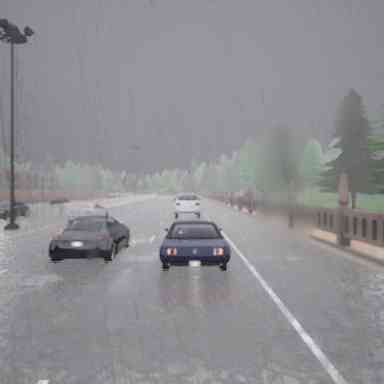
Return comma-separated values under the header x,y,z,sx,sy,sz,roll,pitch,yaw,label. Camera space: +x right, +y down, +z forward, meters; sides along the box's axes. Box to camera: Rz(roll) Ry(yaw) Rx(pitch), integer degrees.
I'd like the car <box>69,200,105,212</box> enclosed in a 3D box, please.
x,y,z,sx,sy,sz,roll,pitch,yaw,label
-7.272,1.455,23.454,1.812,1.442,4.674,0,0,-2,car

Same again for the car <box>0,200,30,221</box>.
x,y,z,sx,sy,sz,roll,pitch,yaw,label
-14.523,1.428,26.094,1.837,1.490,4.892,0,0,-2,car

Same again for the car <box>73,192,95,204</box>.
x,y,z,sx,sy,sz,roll,pitch,yaw,label
-18.739,1.046,58.166,2.150,2.045,5.566,0,0,-1,car

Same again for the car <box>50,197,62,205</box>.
x,y,z,sx,sy,sz,roll,pitch,yaw,label
-22.198,1.433,55.935,1.895,1.301,4.718,0,0,-1,car

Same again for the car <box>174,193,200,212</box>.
x,y,z,sx,sy,sz,roll,pitch,yaw,label
-0.422,1.133,29.557,2.150,2.045,5.566,0,0,-1,car

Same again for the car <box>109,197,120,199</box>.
x,y,z,sx,sy,sz,roll,pitch,yaw,label
-15.395,1.399,65.958,1.895,1.301,4.718,0,0,-1,car

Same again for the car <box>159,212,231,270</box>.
x,y,z,sx,sy,sz,roll,pitch,yaw,label
0.046,1.568,10.850,1.895,1.301,4.718,0,0,-1,car

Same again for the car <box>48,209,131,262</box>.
x,y,z,sx,sy,sz,roll,pitch,yaw,label
-3.470,1.528,11.967,1.994,1.385,4.181,0,0,-1,car
